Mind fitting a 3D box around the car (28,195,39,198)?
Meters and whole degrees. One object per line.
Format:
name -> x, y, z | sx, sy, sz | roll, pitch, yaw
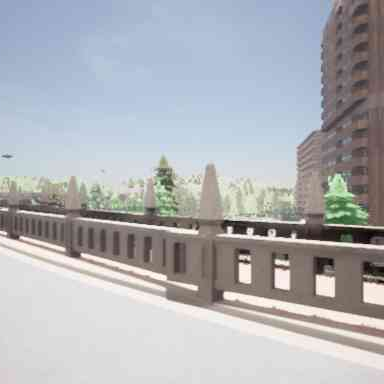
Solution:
car -> -34.619, 1.581, 74.460 | 2.150, 2.045, 5.566 | 0, 0, 3
